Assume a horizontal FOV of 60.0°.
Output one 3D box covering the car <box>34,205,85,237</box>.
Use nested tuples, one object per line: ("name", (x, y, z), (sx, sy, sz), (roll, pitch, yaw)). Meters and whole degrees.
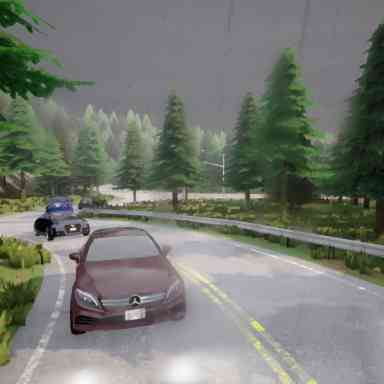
("car", (-7.024, 1.664, 17.751), (1.994, 1.385, 4.181), (-4, 2, -38))

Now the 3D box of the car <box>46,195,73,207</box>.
("car", (-12.807, 1.326, 32.220), (2.150, 2.045, 5.566), (-1, 0, -18))

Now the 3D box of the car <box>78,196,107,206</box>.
("car", (-12.646, 1.289, 42.805), (2.097, 1.767, 4.553), (2, 2, 13))

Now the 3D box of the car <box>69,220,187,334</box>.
("car", (-1.510, 1.523, 7.044), (1.812, 1.442, 4.674), (-2, 0, -17))
